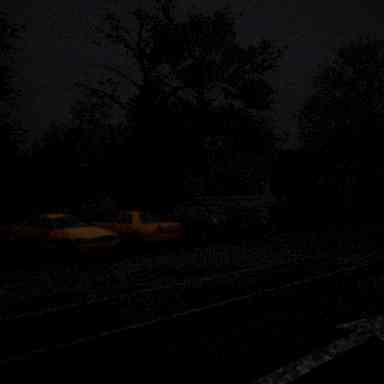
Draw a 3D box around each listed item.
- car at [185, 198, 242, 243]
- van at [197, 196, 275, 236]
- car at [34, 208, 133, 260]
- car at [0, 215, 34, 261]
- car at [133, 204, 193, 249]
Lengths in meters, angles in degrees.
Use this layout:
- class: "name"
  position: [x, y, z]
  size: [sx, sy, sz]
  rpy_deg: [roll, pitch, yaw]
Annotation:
- class: "car"
  position: [-0.290, 1.319, 16.062]
  size: [4.553, 1.767, 2.185]
  rpy_deg: [-1, 0, 34]
- class: "van"
  position: [2.149, 1.200, 17.797]
  size: [4.442, 1.987, 1.878]
  rpy_deg: [-1, -1, 33]
- class: "car"
  position: [-4.932, 1.475, 12.474]
  size: [5.366, 1.575, 1.946]
  rpy_deg: [-1, -1, 34]
- class: "car"
  position: [-7.487, 1.539, 10.836]
  size: [4.674, 1.452, 2.002]
  rpy_deg: [-1, 0, 35]
- class: "car"
  position: [-2.851, 1.463, 14.423]
  size: [5.366, 1.575, 1.946]
  rpy_deg: [-1, 0, 34]
